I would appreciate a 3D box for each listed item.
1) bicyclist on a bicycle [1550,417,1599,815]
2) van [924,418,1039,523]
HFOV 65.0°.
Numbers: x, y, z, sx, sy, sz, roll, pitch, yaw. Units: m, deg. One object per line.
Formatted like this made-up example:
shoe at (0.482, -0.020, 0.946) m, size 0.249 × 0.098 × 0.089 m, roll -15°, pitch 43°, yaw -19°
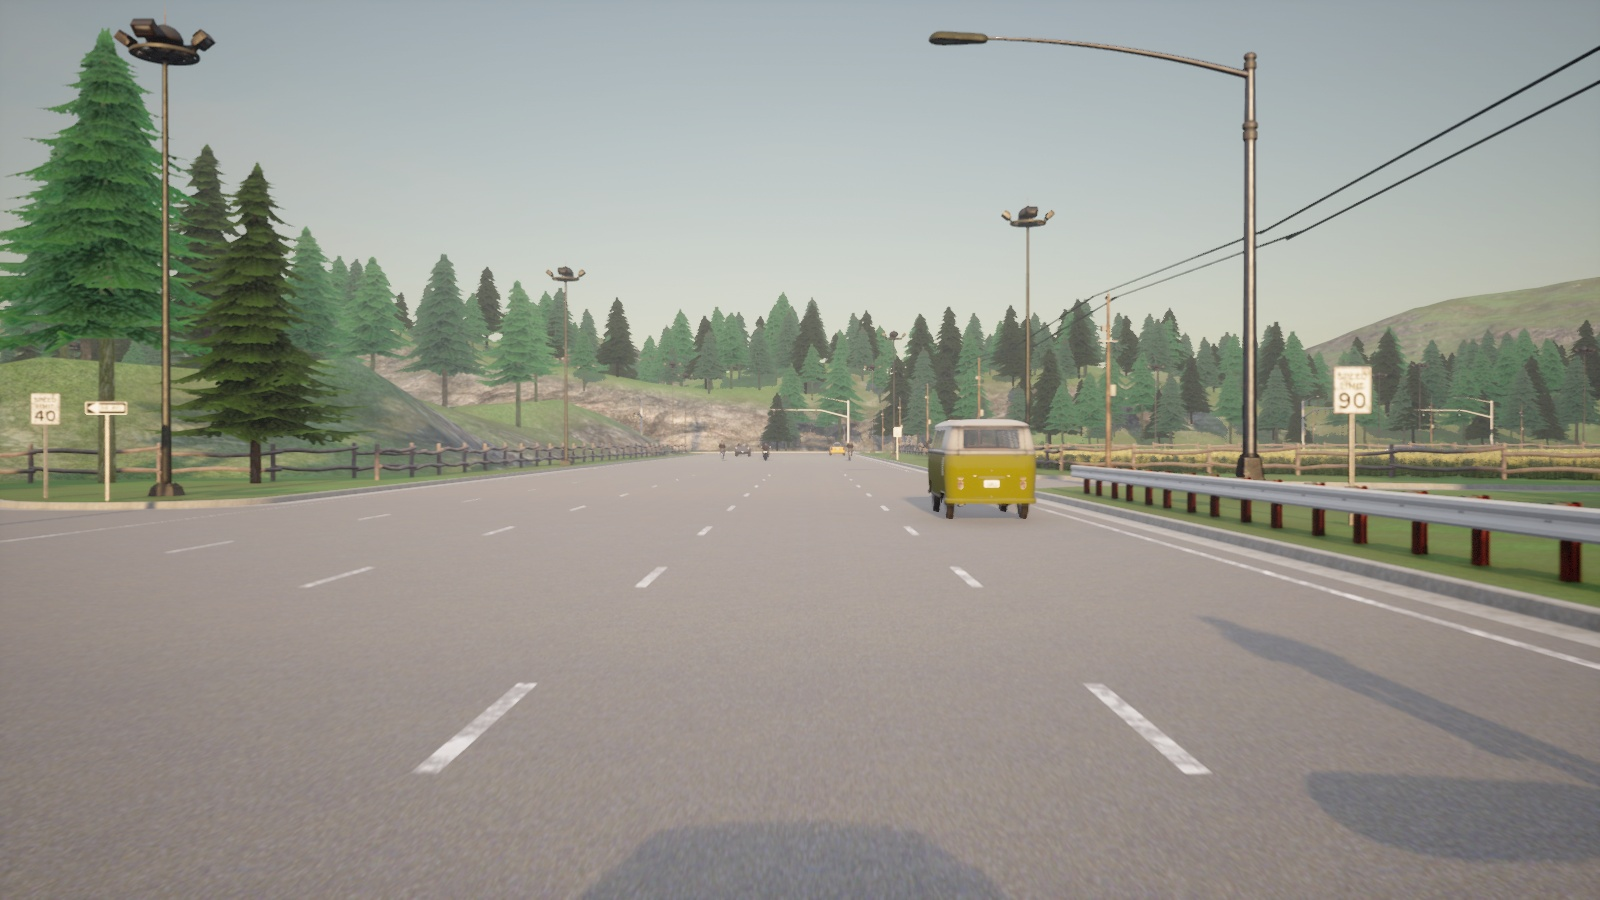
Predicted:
bicyclist on a bicycle at (3.541, 0.676, 4.615) m, size 0.582 × 1.620 × 1.656 m, roll 0°, pitch 0°, yaw 0°
van at (3.663, 0.358, 26.047) m, size 1.775 × 1.987 × 4.442 m, roll 0°, pitch 1°, yaw 0°
